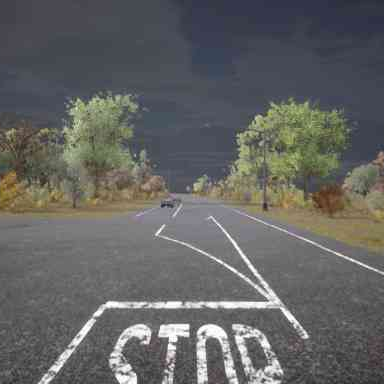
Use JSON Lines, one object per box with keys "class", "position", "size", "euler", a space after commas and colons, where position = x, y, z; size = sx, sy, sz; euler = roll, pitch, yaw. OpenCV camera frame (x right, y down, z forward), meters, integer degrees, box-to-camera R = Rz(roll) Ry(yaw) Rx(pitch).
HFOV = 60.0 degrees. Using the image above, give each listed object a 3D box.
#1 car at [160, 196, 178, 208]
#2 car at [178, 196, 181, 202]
{"class": "car", "position": [-3.509, 1.575, 48.082], "size": [2.033, 1.411, 5.357], "euler": [0, 0, 0]}
{"class": "car", "position": [-3.478, 1.591, 75.211], "size": [2.033, 1.411, 5.357], "euler": [0, 0, 3]}
